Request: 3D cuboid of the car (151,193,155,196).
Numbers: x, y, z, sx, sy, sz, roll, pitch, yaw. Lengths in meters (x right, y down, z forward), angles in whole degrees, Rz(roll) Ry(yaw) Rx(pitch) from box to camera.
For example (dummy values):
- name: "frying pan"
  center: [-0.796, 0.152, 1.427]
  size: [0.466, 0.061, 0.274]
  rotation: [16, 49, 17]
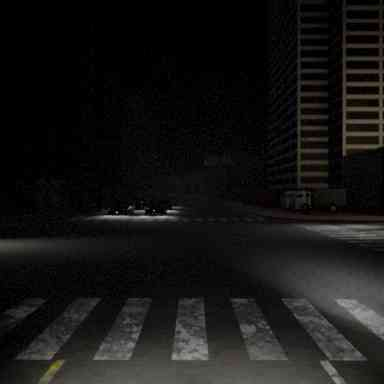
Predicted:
- name: "car"
  center: [-7.060, 1.217, 54.099]
  size: [2.150, 2.045, 5.566]
  rotation: [0, 0, 0]

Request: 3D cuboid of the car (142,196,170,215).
- name: "car"
  center: [-3.594, 1.502, 33.806]
  size: [1.837, 1.490, 4.892]
  rotation: [0, 0, 0]

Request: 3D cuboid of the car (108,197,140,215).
- name: "car"
  center: [-7.097, 1.545, 34.119]
  size: [2.033, 1.411, 5.357]
  rotation: [0, 0, 0]

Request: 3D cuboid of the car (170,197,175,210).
- name: "car"
  center: [-3.597, 1.561, 42.721]
  size: [1.994, 1.385, 4.181]
  rotation: [0, 0, 0]

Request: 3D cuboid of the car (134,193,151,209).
- name: "car"
  center: [-7.096, 1.349, 43.552]
  size: [2.097, 1.767, 4.553]
  rotation: [0, 0, 0]
